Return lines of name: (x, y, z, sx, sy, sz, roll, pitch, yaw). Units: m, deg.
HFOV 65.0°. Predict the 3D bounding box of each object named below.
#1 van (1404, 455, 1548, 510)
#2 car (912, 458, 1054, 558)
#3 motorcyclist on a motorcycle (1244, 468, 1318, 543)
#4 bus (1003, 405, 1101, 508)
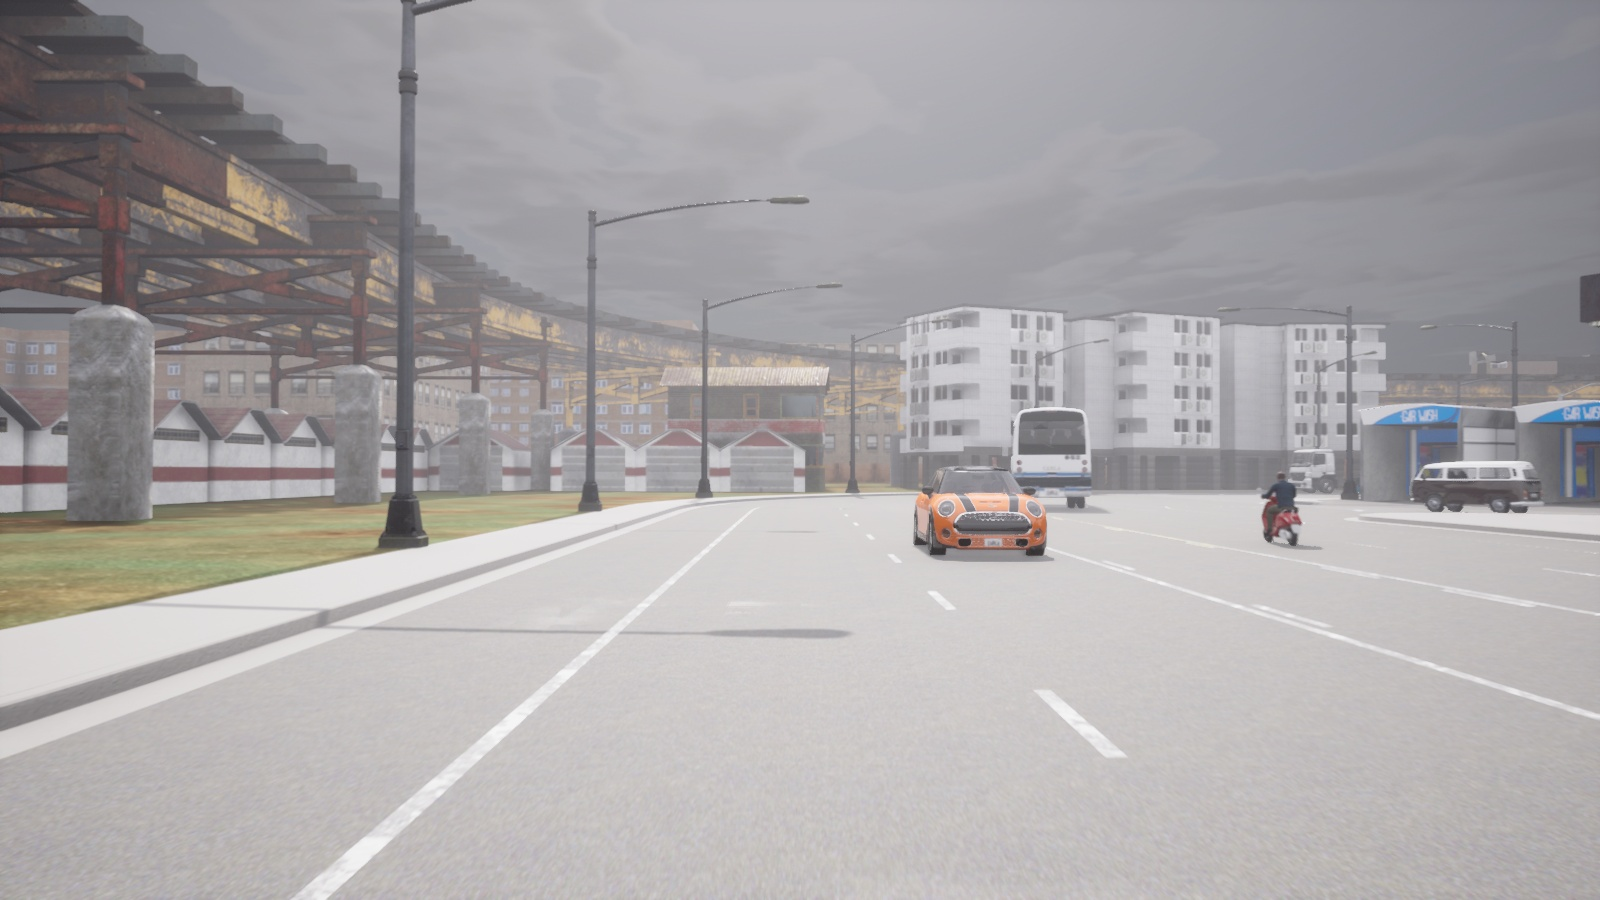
van: (26.277, 1.253, 48.963, 2.069, 2.038, 4.480, 1, -1, -36)
car: (3.441, 1.070, 24.516, 2.097, 1.767, 4.553, 0, -1, 0)
motorcyclist on a motorcycle: (10.456, 1.184, 27.362, 0.866, 1.590, 1.817, 0, -1, -1)
bus: (11.360, 0.357, 57.606, 3.944, 4.253, 10.273, -1, -1, 9)
